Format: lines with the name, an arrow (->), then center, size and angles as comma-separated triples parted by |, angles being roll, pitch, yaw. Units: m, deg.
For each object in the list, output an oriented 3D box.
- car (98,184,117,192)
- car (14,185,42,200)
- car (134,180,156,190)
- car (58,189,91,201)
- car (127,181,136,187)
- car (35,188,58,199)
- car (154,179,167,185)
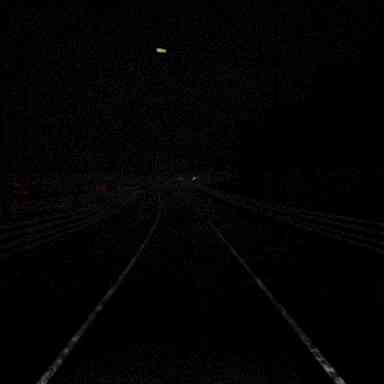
car -> -15.594, -0.731, 61.699 | 1.882, 1.535, 5.008 | 1, 4, 13
car -> -22.527, 0.013, 47.064 | 2.150, 2.045, 5.566 | 1, 4, 13
car -> -9.952, -1.230, 70.682 | 1.895, 1.301, 4.718 | 1, 4, 13
car -> -15.709, 0.360, 45.491 | 1.837, 1.490, 4.892 | 1, 4, 13
car -> -14.552, -2.011, 81.969 | 1.812, 1.442, 4.674 | 1, 4, 13
car -> -19.114, 0.432, 46.303 | 1.895, 1.301, 4.718 | 1, 4, 13
car -> -8.471, -2.780, 92.869 | 1.837, 1.490, 4.892 | 1, 4, 13
